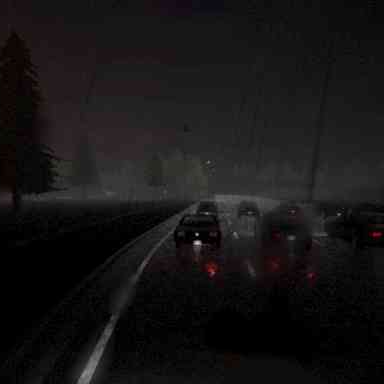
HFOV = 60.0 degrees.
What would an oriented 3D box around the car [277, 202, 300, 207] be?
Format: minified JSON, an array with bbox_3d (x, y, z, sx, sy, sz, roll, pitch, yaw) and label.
[{"bbox_3d":[8.389,1.570,29.140,1.994,1.385,4.181,0,0,4],"label":"car"}]

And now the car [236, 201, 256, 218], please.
[{"bbox_3d":[4.898,1.530,29.391,1.812,1.442,4.674,0,0,4],"label":"car"}]

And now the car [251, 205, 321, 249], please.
[{"bbox_3d":[3.826,1.530,14.429,1.812,1.442,4.674,0,0,4],"label":"car"}]

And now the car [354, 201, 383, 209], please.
[{"bbox_3d":[15.371,1.514,28.640,1.837,1.490,4.892,0,0,4],"label":"car"}]

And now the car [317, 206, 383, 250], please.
[{"bbox_3d":[7.317,1.560,14.179,2.033,1.411,5.357,0,0,4],"label":"car"}]

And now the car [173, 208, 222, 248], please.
[{"bbox_3d":[0.343,1.613,14.709,1.895,1.301,4.718,0,0,4],"label":"car"}]

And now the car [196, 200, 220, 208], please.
[{"bbox_3d":[1.407,1.514,29.641,1.837,1.490,4.892,0,0,4],"label":"car"}]

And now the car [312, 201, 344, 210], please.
[{"bbox_3d":[11.880,1.514,28.890,1.837,1.490,4.892,0,0,4],"label":"car"}]
